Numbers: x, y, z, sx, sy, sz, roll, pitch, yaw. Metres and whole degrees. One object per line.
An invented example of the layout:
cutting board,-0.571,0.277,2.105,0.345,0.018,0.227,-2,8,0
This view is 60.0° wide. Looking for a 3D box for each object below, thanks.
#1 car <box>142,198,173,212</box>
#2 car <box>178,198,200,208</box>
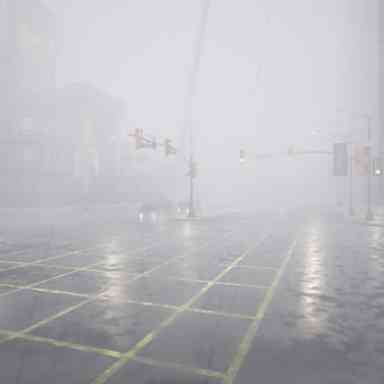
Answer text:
car,-3.956,1.477,38.903,1.882,1.535,5.008,0,0,22
car,-0.410,1.600,48.483,1.895,1.301,4.718,0,0,21
